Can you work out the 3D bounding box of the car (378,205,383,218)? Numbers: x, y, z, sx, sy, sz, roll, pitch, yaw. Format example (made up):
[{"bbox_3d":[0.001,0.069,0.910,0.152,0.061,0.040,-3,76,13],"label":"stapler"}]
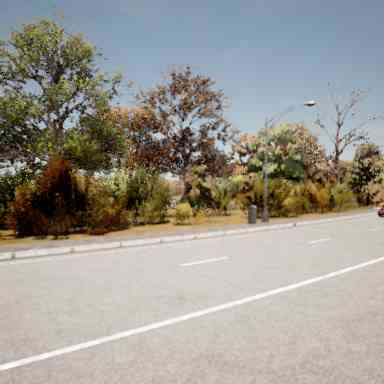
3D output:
[{"bbox_3d":[18.440,1.635,30.193,1.994,1.385,4.181,0,0,44],"label":"car"}]
